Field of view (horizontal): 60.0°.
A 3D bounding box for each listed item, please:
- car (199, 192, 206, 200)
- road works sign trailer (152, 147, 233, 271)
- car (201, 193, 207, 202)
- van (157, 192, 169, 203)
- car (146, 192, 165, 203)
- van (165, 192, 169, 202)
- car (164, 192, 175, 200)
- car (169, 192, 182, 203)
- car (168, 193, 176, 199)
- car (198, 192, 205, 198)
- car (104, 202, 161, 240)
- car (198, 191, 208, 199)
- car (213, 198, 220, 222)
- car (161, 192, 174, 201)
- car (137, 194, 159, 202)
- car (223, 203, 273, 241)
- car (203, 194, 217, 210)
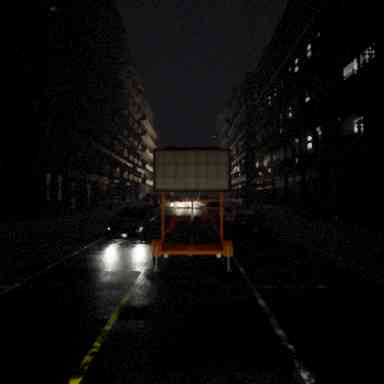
[{"bbox_3d":[2.654,1.152,60.093,1.887,1.381,4.507,1,0,0],"label":"car"},{"bbox_3d":[0.009,0.381,10.509,2.380,3.560,2.880,0,0,0],"label":"road works sign trailer"},{"bbox_3d":[2.634,1.249,43.501,2.008,1.369,4.403,1,0,0],"label":"car"},{"bbox_3d":[-5.222,0.948,60.162,1.690,1.788,3.998,1,0,0],"label":"van"},{"bbox_3d":[-5.239,1.013,43.571,2.192,1.841,5.009,2,0,0],"label":"car"},{"bbox_3d":[-5.227,0.976,54.630,1.690,1.788,3.998,2,0,0],"label":"van"},{"bbox_3d":[-5.202,0.847,76.752,2.192,1.841,5.009,1,0,0],"label":"car"},{"bbox_3d":[-2.751,1.184,57.370,1.994,1.385,4.181,0,0,0],"label":"car"},{"bbox_3d":[-5.196,1.055,87.816,1.947,1.339,4.313,1,0,0],"label":"car"},{"bbox_3d":[2.659,0.911,93.279,1.967,1.590,4.097,1,0,0],"label":"car"},{"bbox_3d":[-2.829,1.420,16.557,2.033,1.411,5.357,0,0,0],"label":"car"},{"bbox_3d":[2.650,0.825,82.215,2.192,1.841,5.009,1,0,0],"label":"car"},{"bbox_3d":[2.610,1.363,21.549,1.752,1.417,4.829,1,0,0],"label":"car"},{"bbox_3d":[-5.208,0.871,71.223,2.192,1.841,5.009,1,0,0],"label":"car"},{"bbox_3d":[-5.251,1.258,37.871,1.752,1.417,4.829,2,0,0],"label":"car"},{"bbox_3d":[2.603,1.423,15.847,1.887,1.381,4.507,1,0,0],"label":"car"},{"bbox_3d":[2.628,1.277,37.969,1.887,1.381,4.507,1,0,0],"label":"car"}]
